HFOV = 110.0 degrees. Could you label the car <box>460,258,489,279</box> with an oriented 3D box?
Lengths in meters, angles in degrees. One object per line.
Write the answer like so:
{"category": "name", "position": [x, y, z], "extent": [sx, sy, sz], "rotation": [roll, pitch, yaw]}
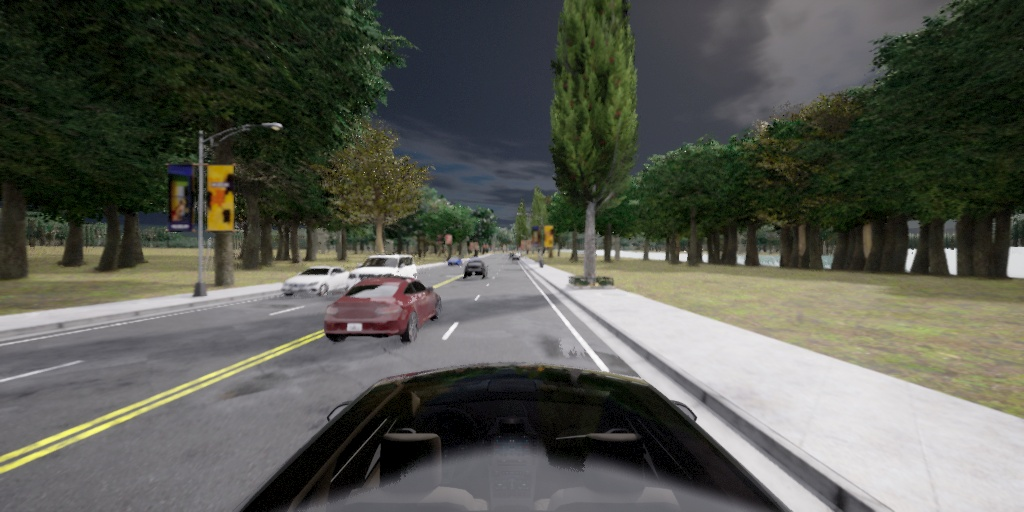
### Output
{"category": "car", "position": [-3.154, 1.181, 31.816], "extent": [1.837, 1.490, 4.892], "rotation": [0, 0, 0]}

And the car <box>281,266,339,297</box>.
{"category": "car", "position": [-9.850, 1.237, 18.657], "extent": [1.812, 1.442, 4.674], "rotation": [0, 0, 0]}

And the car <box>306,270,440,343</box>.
{"category": "car", "position": [-3.165, 1.258, 9.495], "extent": [1.812, 1.442, 4.674], "rotation": [0, 0, 0]}

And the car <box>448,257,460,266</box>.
{"category": "car", "position": [-9.785, 0.965, 61.543], "extent": [1.882, 1.535, 5.008], "rotation": [0, 1, 1]}

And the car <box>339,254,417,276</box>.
{"category": "car", "position": [-6.601, 0.932, 18.934], "extent": [2.150, 2.045, 5.566], "rotation": [0, 0, 0]}
